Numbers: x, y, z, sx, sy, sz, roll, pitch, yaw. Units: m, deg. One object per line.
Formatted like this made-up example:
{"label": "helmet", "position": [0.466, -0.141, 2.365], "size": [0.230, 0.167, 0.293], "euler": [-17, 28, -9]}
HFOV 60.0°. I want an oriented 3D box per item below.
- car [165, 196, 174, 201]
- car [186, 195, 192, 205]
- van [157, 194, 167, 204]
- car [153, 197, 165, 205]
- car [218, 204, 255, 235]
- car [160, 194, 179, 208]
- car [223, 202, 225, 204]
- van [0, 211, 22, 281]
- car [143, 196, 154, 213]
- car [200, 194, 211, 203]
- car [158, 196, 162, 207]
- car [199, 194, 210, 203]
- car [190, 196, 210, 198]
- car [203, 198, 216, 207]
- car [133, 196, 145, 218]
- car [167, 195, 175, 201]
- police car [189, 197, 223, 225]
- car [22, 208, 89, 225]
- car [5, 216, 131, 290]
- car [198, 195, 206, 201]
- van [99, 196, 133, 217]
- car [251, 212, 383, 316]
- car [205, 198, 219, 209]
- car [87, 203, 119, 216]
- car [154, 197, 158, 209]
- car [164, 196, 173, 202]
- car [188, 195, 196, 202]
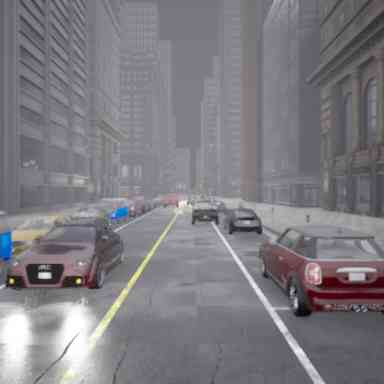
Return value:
{"label": "car", "position": [-5.744, 1.650, 86.411], "size": [1.947, 1.339, 4.313], "euler": [0, 0, 0]}
{"label": "car", "position": [0.015, 1.588, 58.227], "size": [2.033, 1.411, 5.357], "euler": [0, 0, 0]}
{"label": "van", "position": [-5.750, 1.389, 63.865], "size": [1.690, 1.788, 3.998], "euler": [0, 0, 0]}
{"label": "car", "position": [-5.751, 1.623, 58.229], "size": [1.802, 1.307, 4.206], "euler": [0, 0, 0]}
{"label": "car", "position": [2.765, 1.574, 18.776], "size": [1.947, 1.339, 4.313], "euler": [0, 0, 0]}
{"label": "car", "position": [-3.070, 1.253, 49.233], "size": [2.150, 2.045, 5.566], "euler": [0, 0, 0]}
{"label": "car", "position": [2.769, 1.603, 35.686], "size": [1.802, 1.307, 4.206], "euler": [0, 0, 0]}
{"label": "van", "position": [-5.764, 1.344, 7.499], "size": [1.690, 1.788, 3.998], "euler": [0, 0, 0]}
{"label": "car", "position": [-5.757, 1.336, 35.682], "size": [2.192, 1.841, 5.009], "euler": [0, 0, 0]}
{"label": "car", "position": [2.776, 1.370, 69.503], "size": [2.192, 1.841, 5.009], "euler": [0, 0, 0]}
{"label": "car", "position": [-5.753, 1.596, 46.955], "size": [1.947, 1.339, 4.313], "euler": [0, 0, 0]}
{"label": "car", "position": [2.777, 1.379, 75.139], "size": [2.192, 1.841, 5.009], "euler": [0, 0, 0]}
{"label": "car", "position": [0.909, 1.475, 34.575], "size": [1.801, 1.575, 5.366], "euler": [0, 0, 0]}
{"label": "car", "position": [2.773, 1.617, 52.595], "size": [1.802, 1.307, 4.206], "euler": [0, 0, 0]}
{"label": "car", "position": [-5.758, 1.457, 30.045], "size": [1.967, 1.590, 4.097], "euler": [0, 0, 0]}
{"label": "car", "position": [-5.743, 1.645, 92.048], "size": [2.008, 1.369, 4.403], "euler": [0, 0, 0]}
{"label": "police car", "position": [0.906, 1.438, 24.495], "size": [1.930, 1.638, 5.238], "euler": [0, 0, 0]}
{"label": "car", "position": [-5.762, 1.531, 12.966], "size": [1.752, 1.417, 4.829], "euler": [0, 0, 0]}
{"label": "car", "position": [-3.097, 1.567, 8.987], "size": [1.994, 1.385, 4.181], "euler": [0, 0, 0]}
{"label": "car", "position": [2.782, 1.534, 92.048], "size": [1.967, 1.590, 4.097], "euler": [0, 0, 0]}
{"label": "van", "position": [-5.760, 1.354, 24.409], "size": [1.690, 1.788, 3.998], "euler": [0, 0, 0]}
{"label": "car", "position": [2.762, 1.443, 7.504], "size": [1.967, 1.590, 4.097], "euler": [0, 0, 0]}
{"label": "car", "position": [2.772, 1.611, 46.958], "size": [1.802, 1.307, 4.206], "euler": [0, 0, 0]}
{"label": "car", "position": [-5.760, 1.559, 18.772], "size": [2.008, 1.369, 4.403], "euler": [0, 0, 0]}
{"label": "car", "position": [-5.755, 1.591, 41.319], "size": [1.947, 1.339, 4.313], "euler": [0, 0, 0]}
{"label": "car", "position": [-5.745, 1.639, 80.775], "size": [1.947, 1.339, 4.313], "euler": [0, 0, 0]}
{"label": "car", "position": [0.020, 1.471, 77.867], "size": [1.837, 1.490, 4.892], "euler": [0, 0, 0]}
